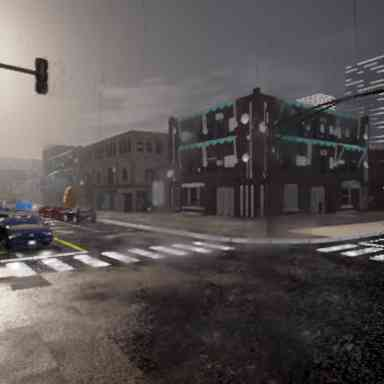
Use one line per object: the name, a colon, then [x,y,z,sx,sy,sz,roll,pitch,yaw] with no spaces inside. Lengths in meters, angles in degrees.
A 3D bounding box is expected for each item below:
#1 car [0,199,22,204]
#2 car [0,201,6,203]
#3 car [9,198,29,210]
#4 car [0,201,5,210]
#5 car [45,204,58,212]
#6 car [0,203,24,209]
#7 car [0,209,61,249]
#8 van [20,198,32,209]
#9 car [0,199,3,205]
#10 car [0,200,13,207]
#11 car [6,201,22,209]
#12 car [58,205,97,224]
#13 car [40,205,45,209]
car: [-25.225,2.068,45.596,2.128,1.511,4.902,0,-1,-35]
car: [-20.219,1.945,33.075,2.128,1.511,4.902,0,0,-35]
car: [-28.576,1.980,54.740,2.192,1.841,5.009,-1,0,-35]
car: [-33.424,2.256,57.104,1.812,1.442,4.674,0,0,-35]
car: [-12.507,1.943,32.204,1.802,1.307,4.206,-1,0,-35]
car: [-14.203,1.827,24.621,2.128,1.511,4.902,0,0,-35]
car: [-8.207,1.764,16.169,2.033,1.411,5.357,0,0,-34]
van: [-25.363,1.947,50.232,1.690,1.788,3.998,-1,0,-35]
car: [-47.850,2.450,81.783,1.967,1.590,4.097,-1,0,-35]
car: [-38.210,2.405,68.262,1.947,1.339,4.313,-1,0,-35]
car: [-31.784,2.268,59.247,1.887,1.381,4.507,-1,0,-35]
car: [-9.295,1.849,27.696,2.008,1.369,4.403,-1,0,-35]
car: [-15.719,2.005,36.710,1.802,1.307,4.206,-1,0,-35]
